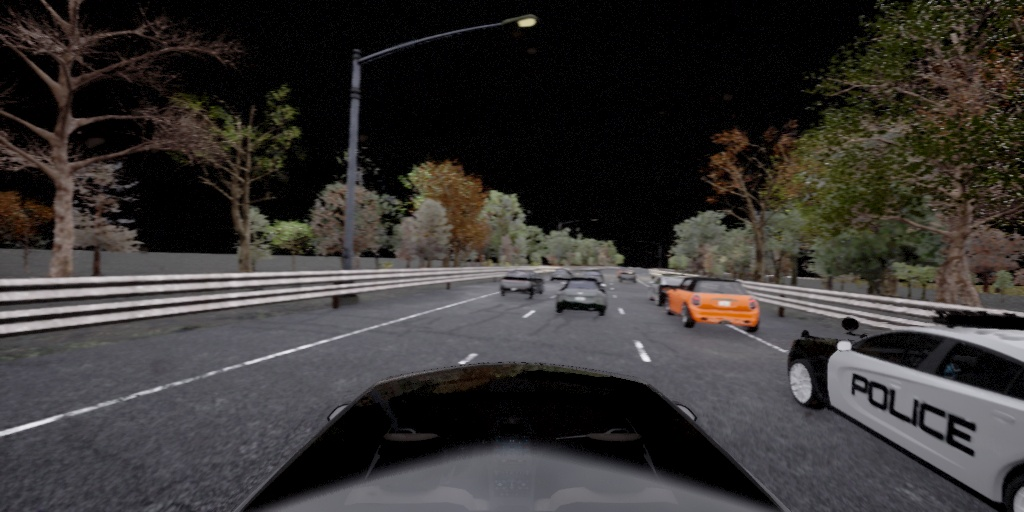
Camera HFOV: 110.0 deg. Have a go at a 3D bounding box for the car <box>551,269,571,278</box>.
[{"bbox_3d":[5.385,2.050,38.583,1.994,1.385,4.181,2,-1,15],"label":"car"}]

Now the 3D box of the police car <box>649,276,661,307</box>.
[{"bbox_3d":[8.470,1.745,18.989,1.930,1.638,5.238,2,-1,14],"label":"police car"}]

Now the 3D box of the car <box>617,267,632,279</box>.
[{"bbox_3d":[17.151,2.538,54.777,2.097,1.767,4.553,2,-1,17],"label":"car"}]

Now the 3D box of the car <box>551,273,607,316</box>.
[{"bbox_3d":[3.046,1.624,15.463,1.994,1.385,4.181,2,-1,14],"label":"car"}]

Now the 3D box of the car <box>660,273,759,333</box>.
[{"bbox_3d":[7.035,1.531,13.101,2.097,1.767,4.553,2,-1,14],"label":"car"}]

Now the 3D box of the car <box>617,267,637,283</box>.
[{"bbox_3d":[13.500,2.343,41.926,2.128,1.511,4.902,2,-1,16],"label":"car"}]

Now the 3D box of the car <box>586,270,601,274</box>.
[{"bbox_3d":[7.340,2.019,32.416,2.033,1.411,5.357,2,-1,15],"label":"car"}]

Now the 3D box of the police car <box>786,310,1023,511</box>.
[{"bbox_3d":[4.821,1.386,3.621,1.930,1.638,5.238,2,-1,13],"label":"police car"}]

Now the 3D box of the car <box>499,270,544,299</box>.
[{"bbox_3d":[0.677,1.534,20.481,2.128,1.511,4.902,2,-1,14],"label":"car"}]
